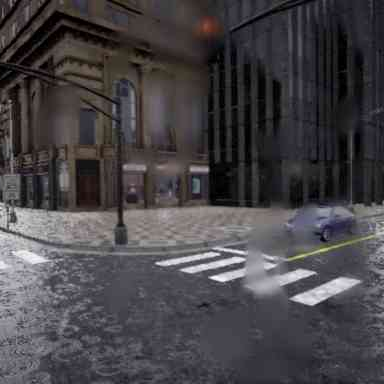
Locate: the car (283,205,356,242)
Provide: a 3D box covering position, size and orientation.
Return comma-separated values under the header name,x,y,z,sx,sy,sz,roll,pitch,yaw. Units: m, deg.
name,x,y,z,sx,sy,sz,roll,pitch,yaw
car,6.059,1.337,15.438,4.674,1.442,1.812,-1,1,-44
